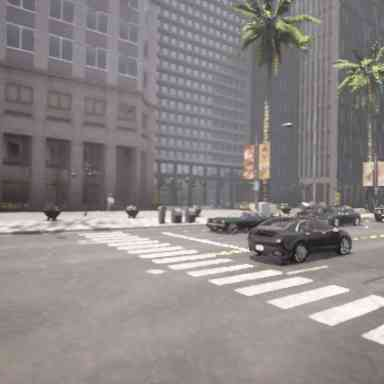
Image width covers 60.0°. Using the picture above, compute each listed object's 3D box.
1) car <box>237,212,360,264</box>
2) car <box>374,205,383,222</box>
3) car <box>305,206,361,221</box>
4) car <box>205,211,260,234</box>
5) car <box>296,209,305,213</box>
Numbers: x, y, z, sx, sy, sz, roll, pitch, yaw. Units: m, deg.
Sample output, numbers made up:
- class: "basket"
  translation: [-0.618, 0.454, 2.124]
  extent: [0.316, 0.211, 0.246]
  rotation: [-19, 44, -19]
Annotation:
- class: "car"
  translation: [4.224, 1.694, 12.742]
  extent: [4.892, 1.490, 1.837]
  rotation: [2, -2, -37]
- class: "car"
  translation: [20.160, 1.898, 32.640]
  extent: [5.566, 2.045, 2.150]
  rotation: [2, -1, -35]
- class: "car"
  translation: [11.634, 1.958, 26.701]
  extent: [4.892, 1.490, 1.837]
  rotation: [2, -1, -35]
- class: "car"
  translation: [3.120, 1.831, 20.757]
  extent: [4.718, 1.301, 1.895]
  rotation: [1, -1, -35]
- class: "car"
  translation: [11.356, 1.989, 30.279]
  extent: [4.786, 1.482, 2.161]
  rotation: [2, -1, -36]
